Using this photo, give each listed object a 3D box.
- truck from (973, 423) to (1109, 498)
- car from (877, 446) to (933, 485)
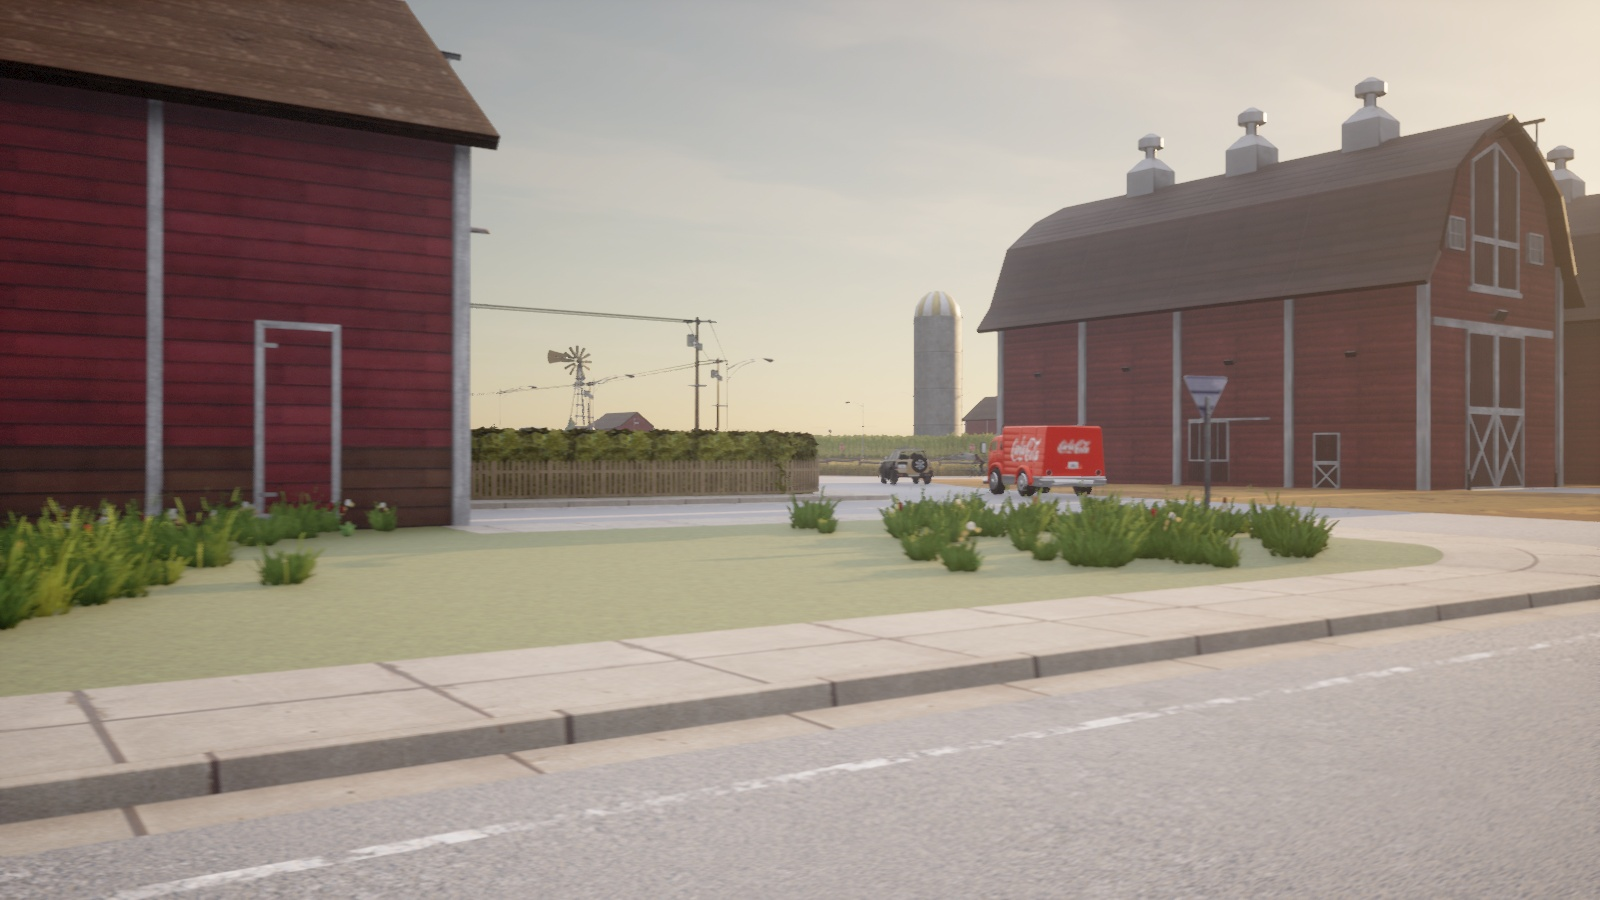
[{"bbox_3d":[8.352,0.344,44.154,2.627,2.467,5.204,0,0,-16],"label":"truck"},{"bbox_3d":[5.108,0.752,61.743,1.932,1.855,4.605,0,0,-6],"label":"car"}]
